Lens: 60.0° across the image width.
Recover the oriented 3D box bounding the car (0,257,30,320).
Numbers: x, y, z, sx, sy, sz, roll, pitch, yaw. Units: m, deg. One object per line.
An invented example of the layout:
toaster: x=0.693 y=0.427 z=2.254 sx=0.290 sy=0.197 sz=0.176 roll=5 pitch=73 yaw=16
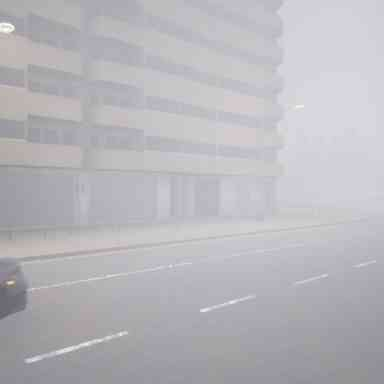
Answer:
car: x=-4.828 y=1.526 z=4.567 sx=4.674 sy=1.442 sz=1.812 roll=0 pitch=0 yaw=-38
